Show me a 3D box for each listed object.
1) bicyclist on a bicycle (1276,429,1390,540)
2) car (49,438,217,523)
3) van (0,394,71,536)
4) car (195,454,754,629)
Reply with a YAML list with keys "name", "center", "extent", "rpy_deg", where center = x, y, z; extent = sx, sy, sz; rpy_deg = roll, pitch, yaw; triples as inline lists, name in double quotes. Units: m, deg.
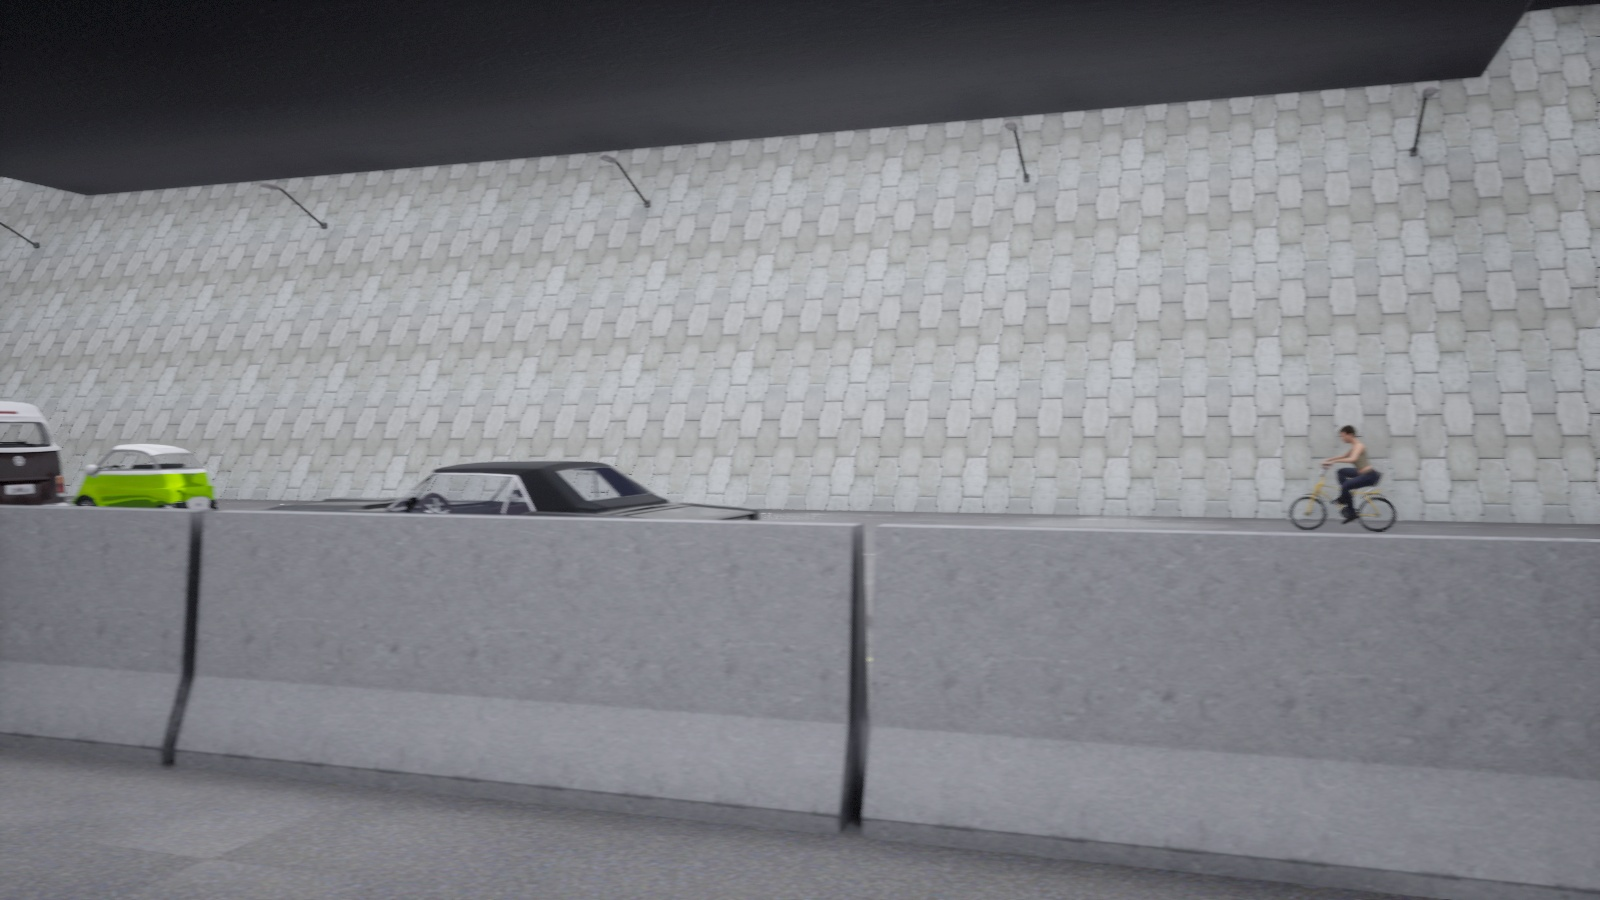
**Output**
- name: "bicyclist on a bicycle"
  center: [8.014, 0.490, 18.953]
  extent: [1.509, 1.612, 0.866]
  rpy_deg: [1, 1, 19]
- name: "car"
  center: [-11.585, 0.488, 21.855]
  extent: [2.207, 1.376, 1.481]
  rpy_deg: [1, 1, 19]
- name: "van"
  center: [-13.542, 0.198, 18.816]
  extent: [4.480, 2.038, 2.069]
  rpy_deg: [1, 1, 19]
- name: "car"
  center: [-2.973, 0.730, 11.580]
  extent: [4.718, 1.301, 1.895]
  rpy_deg: [1, 1, 19]
